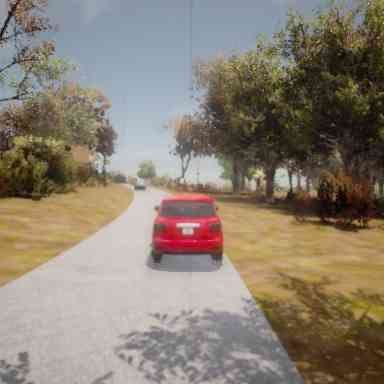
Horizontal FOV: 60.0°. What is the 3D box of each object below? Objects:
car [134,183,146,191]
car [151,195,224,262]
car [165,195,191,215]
[{"bbox_3d":[-9.050,-0.877,58.154,1.895,1.301,4.718,2,3,-12],"label":"car"},{"bbox_3d":[-0.192,1.098,11.797,2.150,2.045,5.566,0,1,-2],"label":"car"},{"bbox_3d":[-1.228,0.984,27.154,1.895,1.301,4.718,0,2,-5],"label":"car"}]
